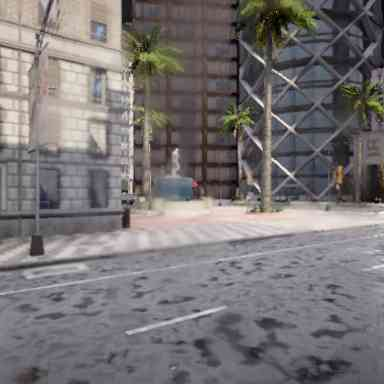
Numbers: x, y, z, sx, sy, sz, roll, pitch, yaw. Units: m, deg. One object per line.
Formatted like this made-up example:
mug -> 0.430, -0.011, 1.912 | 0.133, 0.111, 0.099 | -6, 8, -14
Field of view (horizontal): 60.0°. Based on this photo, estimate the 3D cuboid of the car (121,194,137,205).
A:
car -> -10.410, 1.478, 54.752 | 5.008, 1.535, 1.882 | 0, 0, -1
